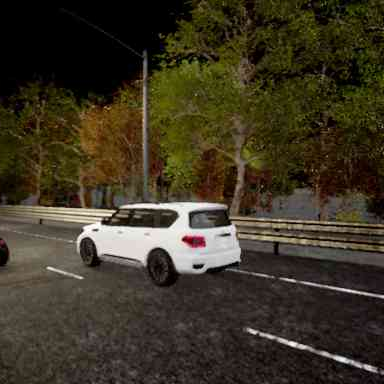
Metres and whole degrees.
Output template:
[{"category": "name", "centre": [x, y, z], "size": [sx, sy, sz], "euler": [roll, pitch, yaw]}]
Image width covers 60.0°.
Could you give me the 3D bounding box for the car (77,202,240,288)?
[{"category": "car", "centre": [-1.223, 1.328, 9.905], "size": [5.566, 2.045, 2.150], "euler": [-1, -1, 42]}]

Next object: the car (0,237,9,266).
[{"category": "car", "centre": [-7.786, 1.709, 11.108], "size": [4.181, 1.385, 1.994], "euler": [-1, -1, 42]}]
